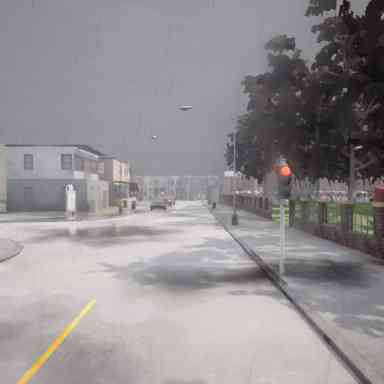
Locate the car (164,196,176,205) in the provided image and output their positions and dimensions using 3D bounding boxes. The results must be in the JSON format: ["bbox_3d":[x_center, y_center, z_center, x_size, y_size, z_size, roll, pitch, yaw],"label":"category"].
[{"bbox_3d":[-4.053,1.532,62.282,1.812,1.442,4.674,0,0,1],"label":"car"}]

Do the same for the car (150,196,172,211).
[{"bbox_3d":[-4.092,1.552,41.963,2.033,1.411,5.357,0,0,0],"label":"car"}]

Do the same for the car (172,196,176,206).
[{"bbox_3d":[-4.083,1.357,52.065,2.097,1.767,4.553,0,0,0],"label":"car"}]
